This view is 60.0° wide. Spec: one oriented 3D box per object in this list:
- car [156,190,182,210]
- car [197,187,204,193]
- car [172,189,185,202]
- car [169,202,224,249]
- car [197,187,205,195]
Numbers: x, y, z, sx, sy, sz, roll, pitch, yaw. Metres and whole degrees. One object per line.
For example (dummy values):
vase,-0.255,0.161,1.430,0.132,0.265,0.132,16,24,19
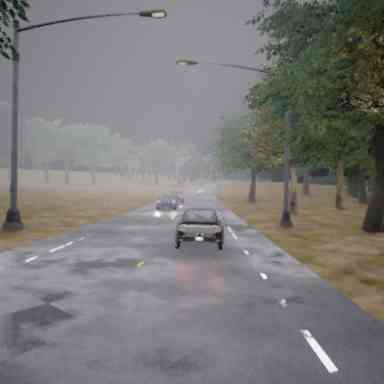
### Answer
car,-2.593,0.967,35.946,2.097,1.767,4.553,1,1,2
car,2.386,-0.512,90.765,1.837,1.490,4.892,1,2,2
car,-2.251,0.660,48.675,2.150,2.045,5.566,1,1,2
car,0.326,1.430,14.246,2.128,1.511,4.902,1,0,2
car,2.110,0.031,80.747,1.812,1.442,4.674,1,2,2
